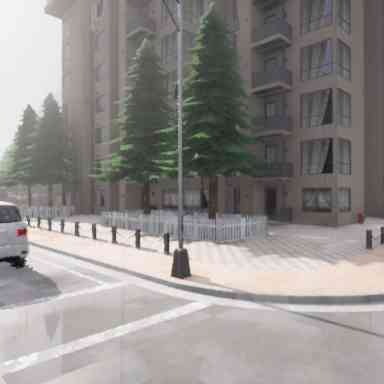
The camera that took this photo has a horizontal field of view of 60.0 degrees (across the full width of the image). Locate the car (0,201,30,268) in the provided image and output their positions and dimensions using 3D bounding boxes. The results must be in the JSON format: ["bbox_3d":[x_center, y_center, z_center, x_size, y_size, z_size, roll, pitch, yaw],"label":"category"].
[{"bbox_3d":[-7.079,1.293,10.652,2.150,2.045,5.566,0,0,-44],"label":"car"}]
